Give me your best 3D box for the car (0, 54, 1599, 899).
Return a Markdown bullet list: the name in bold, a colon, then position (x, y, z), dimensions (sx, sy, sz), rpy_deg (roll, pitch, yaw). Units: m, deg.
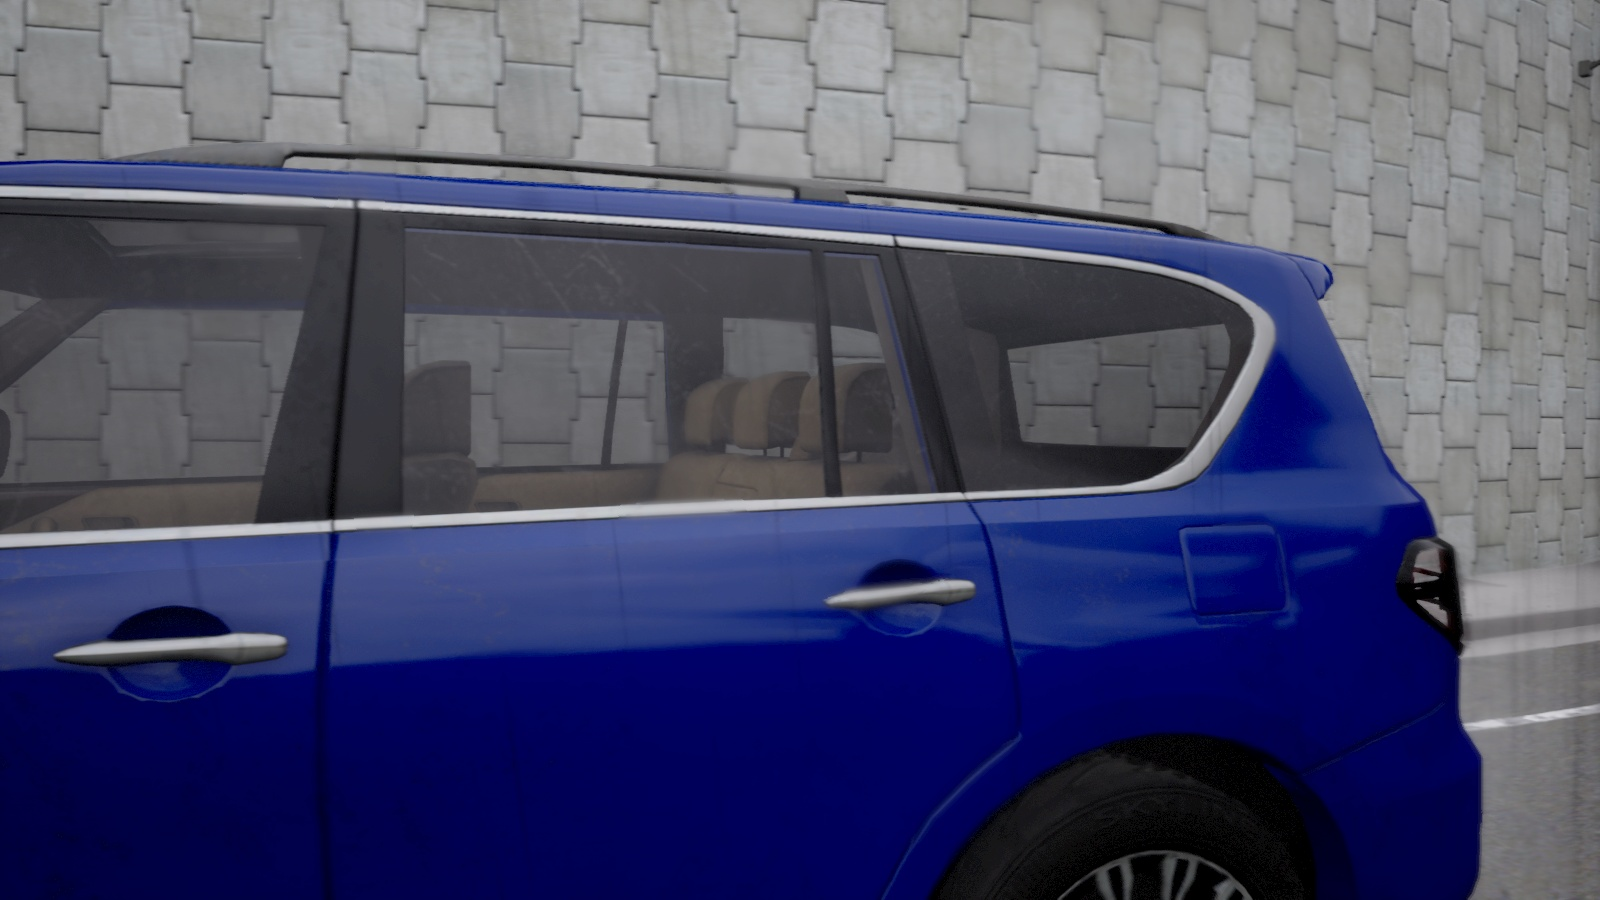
- **car**: position (-1.120, 0.486, 2.781), dimensions (5.566, 2.045, 2.150), rpy_deg (-1, 1, -21)
